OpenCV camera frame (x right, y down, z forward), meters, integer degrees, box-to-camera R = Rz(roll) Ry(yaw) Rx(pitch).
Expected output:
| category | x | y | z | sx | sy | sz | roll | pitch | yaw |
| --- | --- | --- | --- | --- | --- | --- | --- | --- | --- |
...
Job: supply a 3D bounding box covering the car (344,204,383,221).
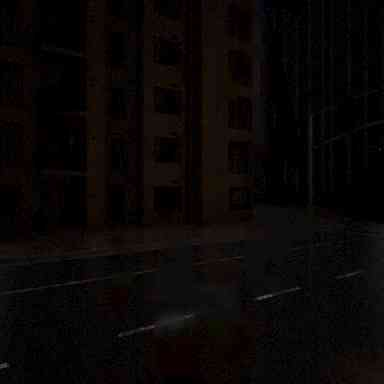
| category | x | y | z | sx | sy | sz | roll | pitch | yaw |
| --- | --- | --- | --- | --- | --- | --- | --- | --- | --- |
| car | 14.040 | 1.601 | 24.813 | 1.895 | 1.301 | 4.718 | 0 | 0 | -35 |
